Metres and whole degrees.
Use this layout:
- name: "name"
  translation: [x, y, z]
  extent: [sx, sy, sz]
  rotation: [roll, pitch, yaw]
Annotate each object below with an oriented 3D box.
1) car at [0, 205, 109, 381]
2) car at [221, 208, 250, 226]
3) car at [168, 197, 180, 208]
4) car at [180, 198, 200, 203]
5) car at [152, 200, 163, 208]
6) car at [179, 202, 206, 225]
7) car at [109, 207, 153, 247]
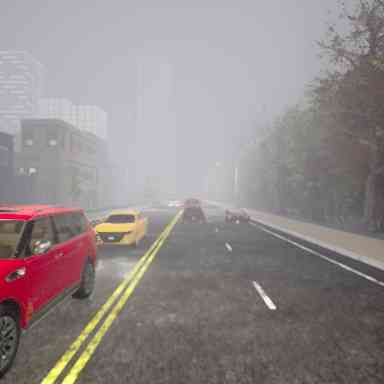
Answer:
- name: "car"
  translation: [-3.338, 1.299, 5.831]
  extent: [2.150, 2.045, 5.566]
  rotation: [0, -1, 1]
- name: "car"
  translation: [3.367, 1.949, 26.729]
  extent: [1.895, 1.301, 4.718]
  rotation: [0, -1, 0]
- name: "car"
  translation: [-3.224, 2.057, 62.707]
  extent: [2.150, 2.045, 5.566]
  rotation: [0, -1, 0]
- name: "car"
  translation: [0.063, 1.747, 40.470]
  extent: [2.150, 2.045, 5.566]
  rotation: [0, 0, 1]
- name: "car"
  translation: [-6.474, 2.318, 62.772]
  extent: [2.128, 1.511, 4.902]
  rotation: [0, -1, 0]
- name: "car"
  translation: [0.116, 1.834, 27.338]
  extent: [1.882, 1.535, 5.008]
  rotation: [0, -1, 0]
- name: "car"
  translation: [-3.336, 1.692, 16.356]
  extent: [1.882, 1.535, 5.008]
  rotation: [0, -1, 0]
